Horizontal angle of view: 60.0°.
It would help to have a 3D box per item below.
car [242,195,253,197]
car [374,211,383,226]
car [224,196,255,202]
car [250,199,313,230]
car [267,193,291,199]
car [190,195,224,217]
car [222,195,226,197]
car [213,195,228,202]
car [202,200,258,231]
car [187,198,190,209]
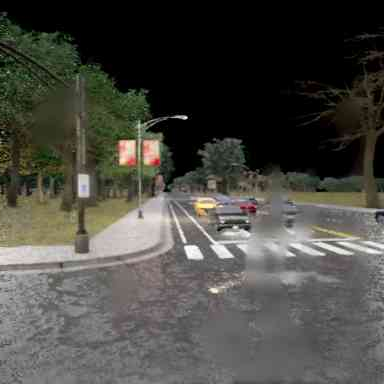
[{"bbox_3d":[6.810,1.150,42.149,1.837,1.490,4.892,-1,0,-5],"label":"car"},{"bbox_3d":[12.125,1.374,18.068,1.895,1.301,4.718,-1,0,-5],"label":"car"},{"bbox_3d":[4.464,1.364,30.237,1.895,1.301,4.718,-1,0,-5],"label":"car"},{"bbox_3d":[5.293,1.382,19.998,2.033,1.411,5.357,-1,0,-4],"label":"car"},{"bbox_3d":[10.286,0.977,39.636,2.097,1.767,4.553,-1,0,-5],"label":"car"},{"bbox_3d":[1.248,1.281,29.672,1.882,1.535,5.008,-1,0,-5],"label":"car"},{"bbox_3d":[3.581,1.171,40.569,1.882,1.535,5.008,-1,0,-5],"label":"car"},{"bbox_3d":[5.130,1.147,60.713,1.895,1.301,4.718,-1,0,-5],"label":"car"},{"bbox_3d":[2.052,1.419,19.813,2.033,1.411,5.357,-1,0,-4],"label":"car"},{"bbox_3d":[0.378,1.260,39.900,1.812,1.442,4.674,-1,0,-5],"label":"car"}]
